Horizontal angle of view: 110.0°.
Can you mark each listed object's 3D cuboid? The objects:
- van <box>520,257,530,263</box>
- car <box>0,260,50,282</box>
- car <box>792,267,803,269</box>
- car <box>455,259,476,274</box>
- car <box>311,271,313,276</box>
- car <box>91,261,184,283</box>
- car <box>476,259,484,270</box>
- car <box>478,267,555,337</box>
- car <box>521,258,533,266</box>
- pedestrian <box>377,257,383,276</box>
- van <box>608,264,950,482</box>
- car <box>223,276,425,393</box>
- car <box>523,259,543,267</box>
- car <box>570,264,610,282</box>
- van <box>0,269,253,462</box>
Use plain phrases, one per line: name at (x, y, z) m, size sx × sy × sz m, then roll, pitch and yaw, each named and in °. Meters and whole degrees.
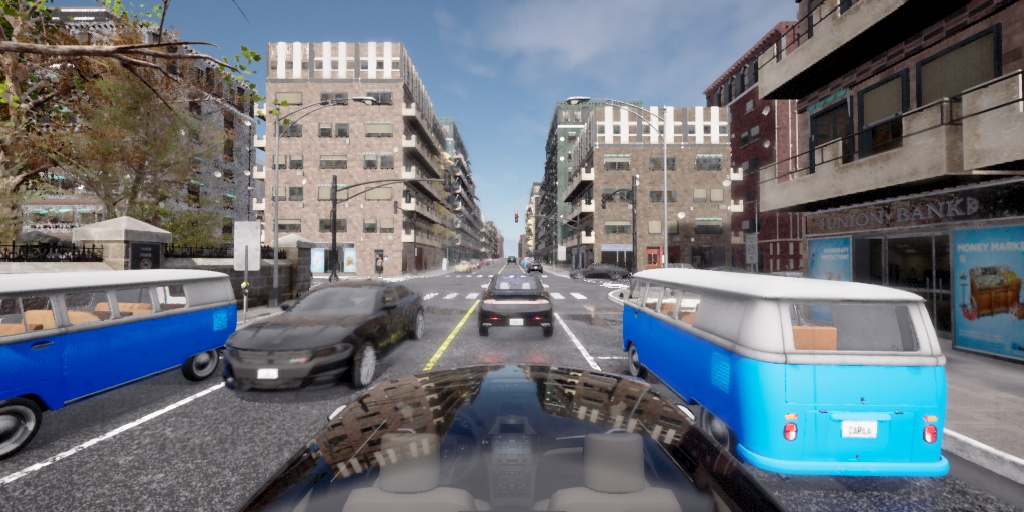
van at (2.679, 1.114, 59.477) m, size 1.690 × 1.789 × 3.998 m, roll 0°, pitch 0°, yaw 0°
car at (-36.517, 1.045, 25.534) m, size 4.892 × 1.490 × 1.837 m, roll 0°, pitch -1°, yaw 1°
car at (23.029, 1.526, 28.030) m, size 4.718 × 1.301 × 1.895 m, roll 0°, pitch -1°, yaw 1°
car at (-5.698, 1.291, 42.378) m, size 1.751 × 1.417 × 4.829 m, roll 0°, pitch 0°, yaw 0°
car at (-16.592, 1.000, 25.296) m, size 4.553 × 1.767 × 2.097 m, roll 0°, pitch -1°, yaw 1°
car at (-26.418, 1.120, 25.409) m, size 4.674 × 1.442 × 1.812 m, roll 0°, pitch -1°, yaw 1°
car at (-5.701, 1.210, 53.833) m, size 1.967 × 1.591 × 4.097 m, roll 0°, pitch 0°, yaw 0°
car at (0.098, 1.244, 10.332) m, size 2.128 × 1.511 × 4.902 m, roll 0°, pitch 0°, yaw 0°
car at (2.681, 1.318, 48.193) m, size 2.007 × 1.370 × 4.403 m, roll 0°, pitch 0°, yaw 0°
pedestrian at (-12.546, 0.969, 33.989) m, size 0.375 × 1.860 × 0.375 m, roll 0°, pitch -1°, yaw 1°
van at (2.658, 1.092, 4.603) m, size 1.690 × 1.789 × 3.998 m, roll 0°, pitch 0°, yaw 0°
car at (-3.109, 1.229, 7.056) m, size 1.882 × 1.535 × 5.008 m, roll 0°, pitch 0°, yaw 0°
car at (2.683, 1.331, 42.550) m, size 1.948 × 1.339 × 4.313 m, roll 0°, pitch 0°, yaw 0°
car at (7.027, 1.345, 28.847) m, size 4.674 × 1.442 × 1.812 m, roll 1°, pitch -1°, yaw 11°
van at (-5.657, 1.092, 4.603) m, size 1.690 × 1.789 × 3.998 m, roll 0°, pitch 0°, yaw 0°
